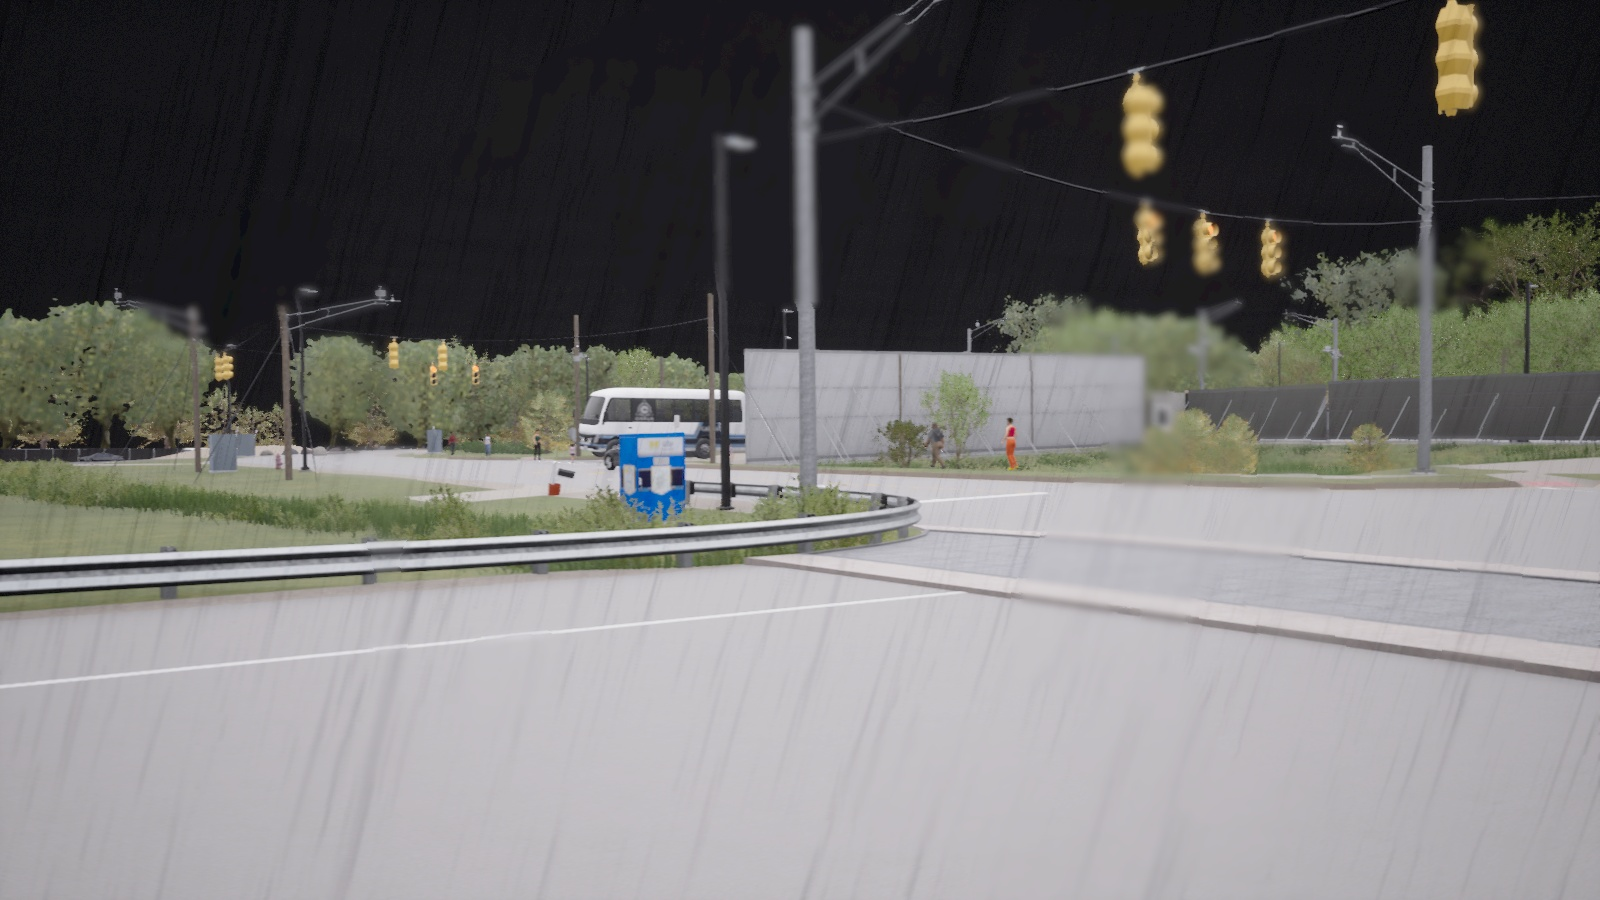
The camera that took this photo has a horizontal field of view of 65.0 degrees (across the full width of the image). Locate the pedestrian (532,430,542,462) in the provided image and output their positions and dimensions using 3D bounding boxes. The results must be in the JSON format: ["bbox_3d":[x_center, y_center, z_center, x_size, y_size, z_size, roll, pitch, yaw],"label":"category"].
[{"bbox_3d":[-15.371,-0.242,73.398,0.345,1.836,0.594,-2,3,-36],"label":"pedestrian"}]

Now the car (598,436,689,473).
[{"bbox_3d":[-6.825,0.176,54.307,1.837,1.490,4.892,-2,2,-35],"label":"car"}]

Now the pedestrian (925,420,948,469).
[{"bbox_3d":[5.165,-0.213,47.629,0.540,1.848,0.694,-2,3,-34],"label":"pedestrian"}]

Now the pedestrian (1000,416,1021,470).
[{"bbox_3d":[7.220,-0.256,43.106,0.345,1.836,0.594,-3,3,-37],"label":"pedestrian"}]

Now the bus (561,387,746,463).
[{"bbox_3d":[-8.779,-1.550,75.736,10.273,4.253,3.944,0,4,-29],"label":"bus"}]
